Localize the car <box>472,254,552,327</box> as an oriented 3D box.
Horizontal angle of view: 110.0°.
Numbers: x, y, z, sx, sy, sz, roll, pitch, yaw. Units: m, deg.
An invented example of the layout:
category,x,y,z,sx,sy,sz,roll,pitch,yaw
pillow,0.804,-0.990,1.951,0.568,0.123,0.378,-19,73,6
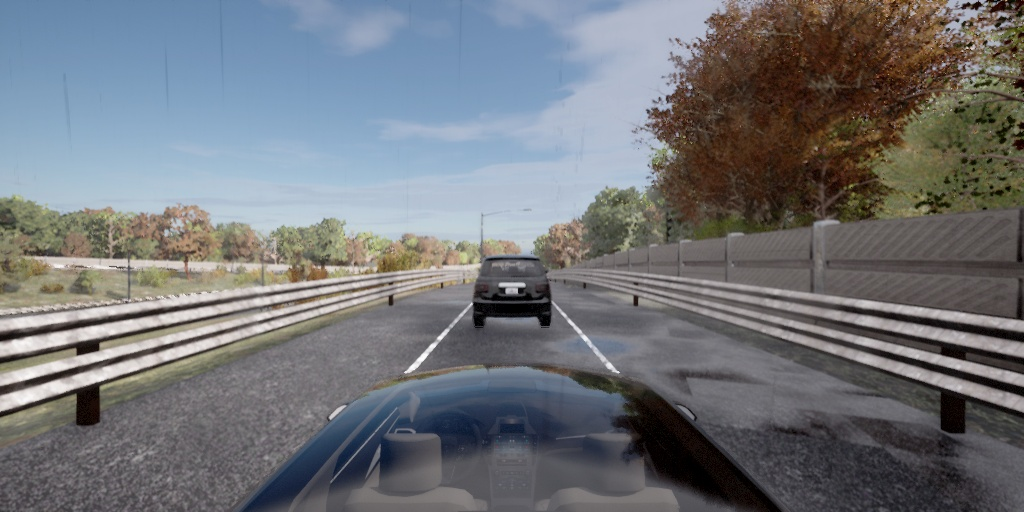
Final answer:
category,x,y,z,sx,sy,sz,roll,pitch,yaw
car,0.022,0.983,11.619,2.150,2.045,5.566,0,0,0
